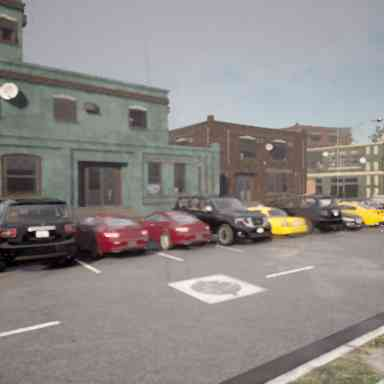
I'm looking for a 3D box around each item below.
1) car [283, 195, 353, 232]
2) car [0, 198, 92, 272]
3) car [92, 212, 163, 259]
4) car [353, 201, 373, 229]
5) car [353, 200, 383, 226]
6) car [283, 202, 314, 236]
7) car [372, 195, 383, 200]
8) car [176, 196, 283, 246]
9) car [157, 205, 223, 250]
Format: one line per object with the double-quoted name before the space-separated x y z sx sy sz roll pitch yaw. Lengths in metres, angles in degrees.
"car" 5.780 1.211 19.117 2.435 2.045 5.566 0 0 -35
"car" -5.540 1.218 11.056 2.435 2.045 5.566 0 0 -35
"car" -3.258 1.506 12.643 2.002 1.452 4.674 0 0 -35
"car" 8.056 1.463 20.710 2.231 1.521 4.892 0 0 -35
"car" 10.225 1.463 22.240 2.097 1.535 5.008 0 0 -35
"car" 3.424 1.458 17.632 1.946 1.575 5.366 0 0 -35
"car" 12.570 1.338 23.954 2.185 1.767 4.553 0 0 -35
"car" 1.182 1.211 15.773 2.435 2.045 5.566 0 0 -35
"car" -1.047 1.504 14.217 2.002 1.452 4.674 0 0 -35
